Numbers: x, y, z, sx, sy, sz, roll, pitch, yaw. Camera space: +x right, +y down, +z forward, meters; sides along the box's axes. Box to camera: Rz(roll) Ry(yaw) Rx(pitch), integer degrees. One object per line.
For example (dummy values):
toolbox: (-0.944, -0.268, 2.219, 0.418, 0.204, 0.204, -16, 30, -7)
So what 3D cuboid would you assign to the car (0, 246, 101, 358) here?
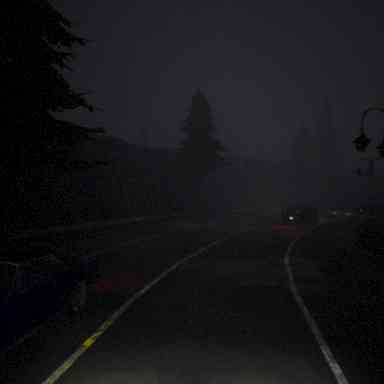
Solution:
car: (-3.135, 1.591, 4.945, 1.895, 1.301, 4.718, 0, 0, 7)

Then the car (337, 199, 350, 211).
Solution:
car: (20.395, 1.579, 42.176, 5.008, 1.535, 1.882, 0, 0, -34)

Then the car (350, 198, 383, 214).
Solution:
car: (20.207, 1.699, 37.507, 4.718, 1.301, 1.895, 0, 0, -37)

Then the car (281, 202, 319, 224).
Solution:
car: (8.224, 1.551, 25.159, 1.837, 1.490, 4.892, 0, 0, 33)
